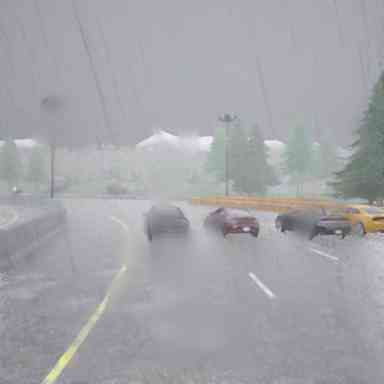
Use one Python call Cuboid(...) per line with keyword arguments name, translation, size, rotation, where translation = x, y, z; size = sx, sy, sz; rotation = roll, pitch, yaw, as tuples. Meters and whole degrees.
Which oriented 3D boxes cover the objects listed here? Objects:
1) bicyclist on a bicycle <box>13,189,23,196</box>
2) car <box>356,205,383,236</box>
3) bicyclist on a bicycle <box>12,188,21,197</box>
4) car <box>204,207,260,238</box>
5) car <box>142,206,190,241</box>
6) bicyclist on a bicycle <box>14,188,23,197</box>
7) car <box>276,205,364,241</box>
Cuboid(name="bicyclist on a bicycle", translation=(-39.320, 0.172, 76.235), size=(0.582, 1.620, 1.656), rotation=(2, -20, 15))
Cuboid(name="car", translation=(9.107, 1.468, 18.401), size=(1.882, 1.535, 5.008), rotation=(0, 0, -11))
Cuboid(name="bicyclist on a bicycle", translation=(-40.366, 0.159, 76.535), size=(0.582, 1.620, 1.656), rotation=(1, -23, 15))
Cuboid(name="car", translation=(2.000, 1.481, 17.391), size=(1.812, 1.442, 4.674), rotation=(0, 1, -12))
Cuboid(name="car", translation=(-1.330, 1.436, 16.238), size=(2.128, 1.511, 4.902), rotation=(0, 1, -11))
Cuboid(name="bicyclist on a bicycle", translation=(-39.871, 0.163, 76.397), size=(0.582, 1.620, 1.656), rotation=(0, -22, 14))
Cuboid(name="car", translation=(5.873, 1.478, 16.705), size=(2.128, 1.511, 4.902), rotation=(0, 1, -10))
